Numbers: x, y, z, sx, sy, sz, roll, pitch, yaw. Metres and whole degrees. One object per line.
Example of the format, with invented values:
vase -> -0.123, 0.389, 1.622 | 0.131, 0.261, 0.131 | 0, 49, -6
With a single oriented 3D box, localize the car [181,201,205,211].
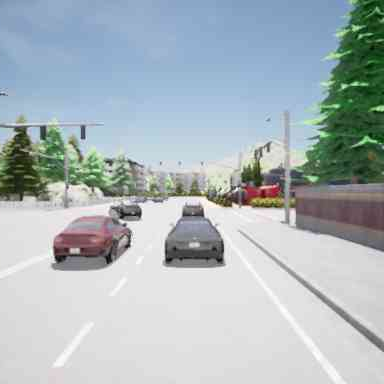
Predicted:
car -> 0.093, 1.552, 29.489 | 2.128, 1.511, 4.902 | 0, 0, 0

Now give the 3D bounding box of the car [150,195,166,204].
car -> -6.986, 1.747, 68.482 | 1.895, 1.301, 4.718 | 0, 0, 0

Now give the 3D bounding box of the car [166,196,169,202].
car -> -6.983, 1.667, 84.217 | 1.837, 1.490, 4.892 | 0, 0, 0

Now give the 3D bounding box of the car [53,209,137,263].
car -> -3.420, 1.552, 12.032 | 1.812, 1.442, 4.674 | 0, 0, 0

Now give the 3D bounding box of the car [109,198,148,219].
car -> -5.925, 1.537, 29.060 | 2.128, 1.511, 4.902 | 1, 0, -29

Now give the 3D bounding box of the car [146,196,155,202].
car -> -10.483, 1.762, 84.189 | 1.895, 1.301, 4.718 | 0, 0, 0

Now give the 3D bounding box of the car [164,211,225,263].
car -> 0.081, 1.591, 12.169 | 1.994, 1.385, 4.181 | 0, 0, 0

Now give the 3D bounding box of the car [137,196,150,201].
car -> -10.486, 1.677, 68.480 | 2.128, 1.511, 4.902 | 0, 0, 0
